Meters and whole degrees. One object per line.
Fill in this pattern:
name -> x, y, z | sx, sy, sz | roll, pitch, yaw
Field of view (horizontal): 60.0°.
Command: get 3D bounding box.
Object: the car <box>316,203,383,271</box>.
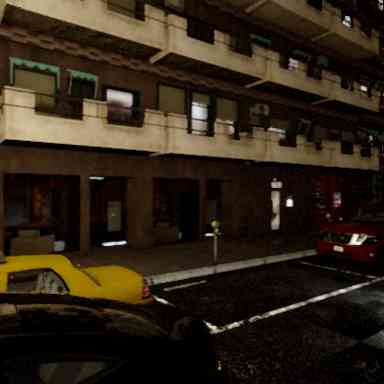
car -> 6.267, 1.314, 11.033 | 5.009, 1.841, 2.192 | 0, 0, -36

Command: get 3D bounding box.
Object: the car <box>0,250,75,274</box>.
car -> -2.888, 1.525, 4.497 | 4.829, 1.417, 1.752 | 0, 0, -36

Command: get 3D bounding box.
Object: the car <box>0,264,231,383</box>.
car -> -1.830, 1.526, 2.053 | 4.674, 1.442, 1.812 | 0, 0, -35
